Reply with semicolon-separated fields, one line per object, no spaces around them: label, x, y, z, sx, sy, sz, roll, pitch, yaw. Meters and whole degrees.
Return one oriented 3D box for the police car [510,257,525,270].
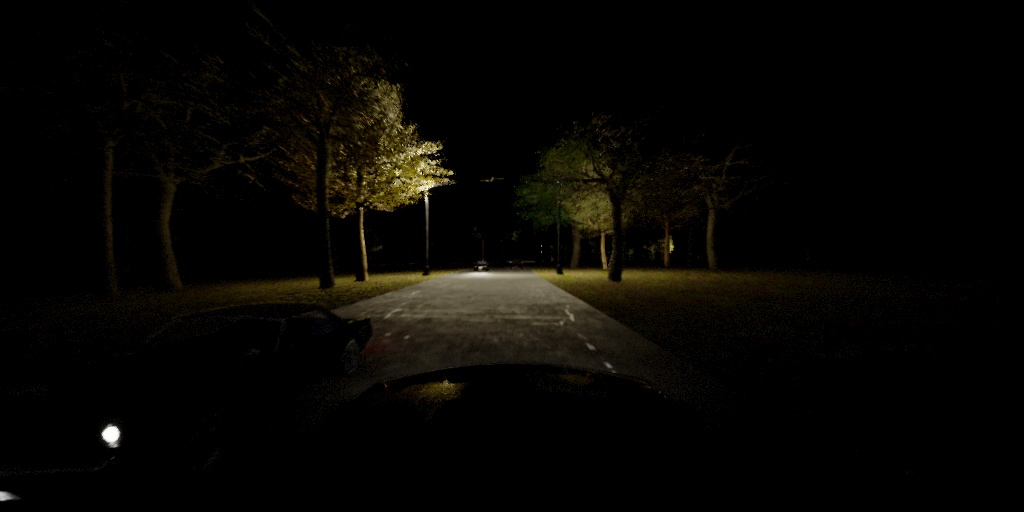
police car;0.718;1.281;56.349;1.930;1.638;5.238;0;0;1

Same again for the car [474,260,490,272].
car;-3.983;1.359;48.485;2.128;1.511;4.902;0;0;1

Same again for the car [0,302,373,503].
car;-3.608;1.371;4.713;1.895;1.301;4.718;0;0;0
